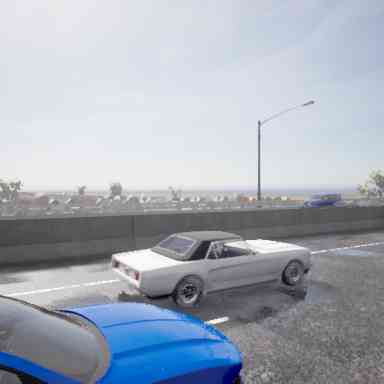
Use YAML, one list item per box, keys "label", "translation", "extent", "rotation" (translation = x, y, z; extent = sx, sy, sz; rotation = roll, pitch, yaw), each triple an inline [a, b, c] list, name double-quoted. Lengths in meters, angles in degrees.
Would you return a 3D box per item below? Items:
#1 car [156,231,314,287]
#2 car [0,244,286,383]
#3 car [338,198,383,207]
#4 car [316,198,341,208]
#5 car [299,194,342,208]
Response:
- label: "car"
  translation: [0.652, 1.599, 7.837]
  extent: [4.718, 1.301, 1.895]
  rotation: [0, 0, -31]
- label: "car"
  translation: [-1.881, 1.478, 2.239]
  extent: [5.008, 1.535, 1.882]
  rotation: [0, 0, -31]
- label: "car"
  translation: [15.300, 1.511, 29.084]
  extent: [4.674, 1.442, 1.812]
  rotation: [0, 0, -31]
- label: "car"
  translation: [14.941, 1.585, 32.950]
  extent: [4.718, 1.301, 1.895]
  rotation: [0, 0, -31]
- label: "car"
  translation: [14.327, 1.204, 36.661]
  extent: [5.566, 2.045, 2.150]
  rotation: [0, 0, -31]
